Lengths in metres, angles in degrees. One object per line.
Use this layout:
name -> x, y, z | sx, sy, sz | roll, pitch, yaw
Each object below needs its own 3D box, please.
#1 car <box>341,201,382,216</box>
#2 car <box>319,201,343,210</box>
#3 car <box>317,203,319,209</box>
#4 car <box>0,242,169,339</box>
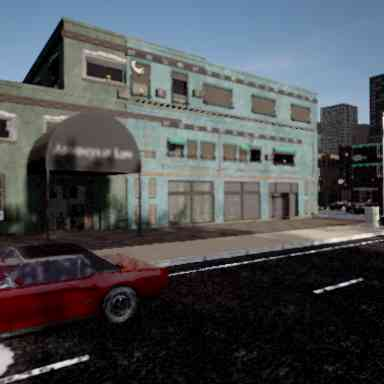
car -> 20.091, 2.030, 38.467 | 1.947, 1.339, 4.313 | -1, 0, -35
car -> 22.167, 2.074, 50.196 | 2.008, 1.369, 4.403 | -1, 0, -35
car -> 18.953, 2.170, 54.703 | 1.802, 1.307, 4.206 | -1, 0, -36
car -> -2.844, 1.607, 5.649 | 4.718, 1.301, 1.895 | 0, 0, -36
